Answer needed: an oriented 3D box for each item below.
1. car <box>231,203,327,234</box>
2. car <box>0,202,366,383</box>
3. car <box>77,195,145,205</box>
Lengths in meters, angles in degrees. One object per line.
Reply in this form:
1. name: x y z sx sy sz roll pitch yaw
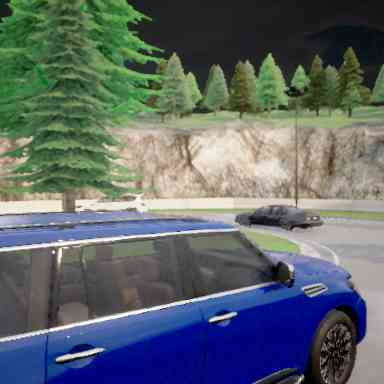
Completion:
1. car: 5.027 1.479 19.980 2.033 1.411 5.357 0 0 -41
2. car: -0.452 1.217 3.456 5.566 2.045 2.150 -1 0 -36
3. car: -6.425 1.179 26.446 5.566 2.045 2.150 0 -1 -14
